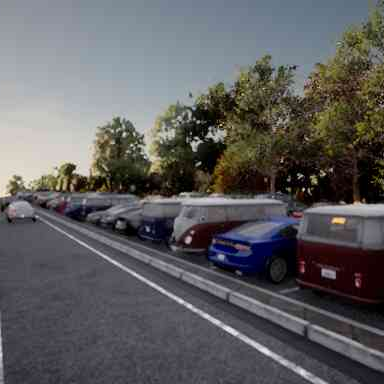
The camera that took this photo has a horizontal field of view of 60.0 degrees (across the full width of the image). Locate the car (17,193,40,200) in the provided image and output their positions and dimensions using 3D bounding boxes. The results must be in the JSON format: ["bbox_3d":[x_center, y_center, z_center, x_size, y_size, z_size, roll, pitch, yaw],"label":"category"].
[{"bbox_3d":[-40.216,1.102,81.867,5.008,1.535,2.097,0,0,-31],"label":"car"}]

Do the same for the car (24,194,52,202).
[{"bbox_3d":[-30.139,1.211,65.033,4.792,1.488,2.163,0,0,-31],"label":"car"}]

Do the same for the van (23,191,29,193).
[{"bbox_3d":[-28.829,0.972,62.549,4.442,1.987,1.878,0,0,-31],"label":"van"}]

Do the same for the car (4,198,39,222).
[{"bbox_3d":[-13.348,1.478,25.870,1.812,1.442,4.674,0,0,-31],"label":"car"}]

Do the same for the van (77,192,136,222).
[{"bbox_3d":[-5.660,1.232,24.146,4.442,1.987,1.878,0,0,-31],"label":"van"}]

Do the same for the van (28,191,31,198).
[{"bbox_3d":[-23.087,1.037,52.918,4.442,1.987,1.878,0,0,-31],"label":"van"}]

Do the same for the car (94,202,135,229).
[{"bbox_3d":[-2.889,1.517,19.267,4.674,1.452,2.002,0,0,-31],"label":"car"}]

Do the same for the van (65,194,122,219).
[{"bbox_3d":[-8.531,1.200,28.960,4.442,1.987,1.878,0,0,-31],"label":"van"}]

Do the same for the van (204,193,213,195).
[{"bbox_3d":[3.851,1.165,33.735,4.442,1.987,1.878,0,0,-31],"label":"van"}]

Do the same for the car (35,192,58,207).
[{"bbox_3d":[-15.833,1.093,40.924,5.566,2.045,2.435,0,0,-31],"label":"car"}]

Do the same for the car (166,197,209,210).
[{"bbox_3d":[-0.538,1.372,40.813,4.792,1.488,2.163,0,0,-31],"label":"car"}]

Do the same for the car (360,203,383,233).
[{"bbox_3d":[12.278,1.434,19.364,5.008,1.535,2.097,0,0,-31],"label":"car"}]

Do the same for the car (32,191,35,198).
[{"bbox_3d":[-17.269,1.077,43.332,5.566,2.045,2.435,0,0,-31],"label":"car"}]

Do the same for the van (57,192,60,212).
[{"bbox_3d":[-9.966,1.183,31.367,4.442,1.987,1.878,0,0,-31],"label":"van"}]

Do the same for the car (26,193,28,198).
[{"bbox_3d":[-24.427,1.246,55.384,5.008,1.535,2.097,0,0,-31],"label":"car"}]

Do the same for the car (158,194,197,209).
[{"bbox_3d":[-1.909,1.201,43.228,4.553,1.767,2.185,0,0,-31],"label":"car"}]

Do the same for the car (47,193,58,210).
[{"bbox_3d":[-12.911,1.251,36.140,4.553,1.767,2.185,0,0,-31],"label":"car"}]

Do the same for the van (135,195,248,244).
[{"bbox_3d":[0.086,1.256,14.508,4.442,1.987,1.878,0,0,-31],"label":"van"}]

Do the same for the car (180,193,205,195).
[{"bbox_3d":[0.933,1.107,38.457,5.566,2.045,2.435,0,0,-31],"label":"car"}]

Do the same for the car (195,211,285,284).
[{"bbox_3d":[2.854,1.477,9.628,5.008,1.535,2.097,0,0,-31],"label":"car"}]

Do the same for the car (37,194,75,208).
[{"bbox_3d":[-18.707,1.186,45.739,4.553,1.767,2.185,0,0,-31],"label":"car"}]

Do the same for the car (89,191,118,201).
[{"bbox_3d":[-19.142,0.880,72.013,5.566,2.045,2.435,0,0,-31],"label":"car"}]

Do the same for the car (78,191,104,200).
[{"bbox_3d":[-24.783,0.827,81.476,5.566,2.045,2.435,0,0,-31],"label":"car"}]

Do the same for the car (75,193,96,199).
[{"bbox_3d":[-27.636,1.091,86.260,4.792,1.488,2.163,0,0,-31],"label":"car"}]

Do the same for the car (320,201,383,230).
[{"bbox_3d":[11.019,1.431,21.846,5.366,1.575,1.946,0,0,-31],"label":"car"}]

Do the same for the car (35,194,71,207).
[{"bbox_3d":[-20.142,1.170,48.147,4.553,1.767,2.185,0,0,-31],"label":"car"}]

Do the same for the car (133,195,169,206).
[{"bbox_3d":[-6.195,1.279,50.368,4.892,1.521,2.231,0,0,-31],"label":"car"}]

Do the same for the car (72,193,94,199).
[{"bbox_3d":[-29.041,1.054,88.664,5.008,1.535,2.097,0,0,-31],"label":"car"}]

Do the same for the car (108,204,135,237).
[{"bbox_3d":[-1.424,1.513,16.871,4.792,1.488,2.163,0,0,-31],"label":"car"}]

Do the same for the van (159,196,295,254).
[{"bbox_3d":[1.320,1.256,11.982,4.442,1.987,1.878,0,0,-31],"label":"van"}]

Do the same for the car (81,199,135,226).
[{"bbox_3d":[-4.317,1.469,21.679,4.892,1.521,2.231,0,0,-31],"label":"car"}]

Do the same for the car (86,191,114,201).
[{"bbox_3d":[-20.505,0.865,74.299,5.566,2.045,2.435,0,0,-31],"label":"car"}]

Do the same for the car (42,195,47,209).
[{"bbox_3d":[-14.375,1.401,38.531,4.674,1.452,2.002,0,0,-31],"label":"car"}]

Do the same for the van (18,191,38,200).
[{"bbox_3d":[-41.548,0.869,84.336,4.442,1.987,1.878,0,0,-31],"label":"van"}]

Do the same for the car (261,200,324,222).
[{"bbox_3d":[8.040,1.457,26.538,4.792,1.488,2.163,0,0,-31],"label":"car"}]

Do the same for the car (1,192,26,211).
[{"bbox_3d":[-20.749,1.239,38.315,2.097,1.767,4.553,0,0,-31],"label":"car"}]

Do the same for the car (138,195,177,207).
[{"bbox_3d":[-4.937,1.292,47.885,5.366,1.575,1.946,0,0,-31],"label":"car"}]

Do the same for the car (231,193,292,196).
[{"bbox_3d":[6.570,1.167,28.891,5.566,2.045,2.435,0,0,-31],"label":"car"}]

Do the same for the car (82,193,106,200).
[{"bbox_3d":[-23.336,1.089,79.096,5.008,1.535,2.097,0,0,-31],"label":"car"}]

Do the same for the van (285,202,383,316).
[{"bbox_3d":[4.394,1.245,7.283,4.442,1.987,1.878,0,0,-31],"label":"van"}]

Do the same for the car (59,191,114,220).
[{"bbox_3d":[-7.219,1.191,26.477,5.566,2.045,2.435,0,0,-31],"label":"car"}]

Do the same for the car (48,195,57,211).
[{"bbox_3d":[-11.507,1.394,33.714,4.892,1.521,2.231,0,0,-31],"label":"car"}]
